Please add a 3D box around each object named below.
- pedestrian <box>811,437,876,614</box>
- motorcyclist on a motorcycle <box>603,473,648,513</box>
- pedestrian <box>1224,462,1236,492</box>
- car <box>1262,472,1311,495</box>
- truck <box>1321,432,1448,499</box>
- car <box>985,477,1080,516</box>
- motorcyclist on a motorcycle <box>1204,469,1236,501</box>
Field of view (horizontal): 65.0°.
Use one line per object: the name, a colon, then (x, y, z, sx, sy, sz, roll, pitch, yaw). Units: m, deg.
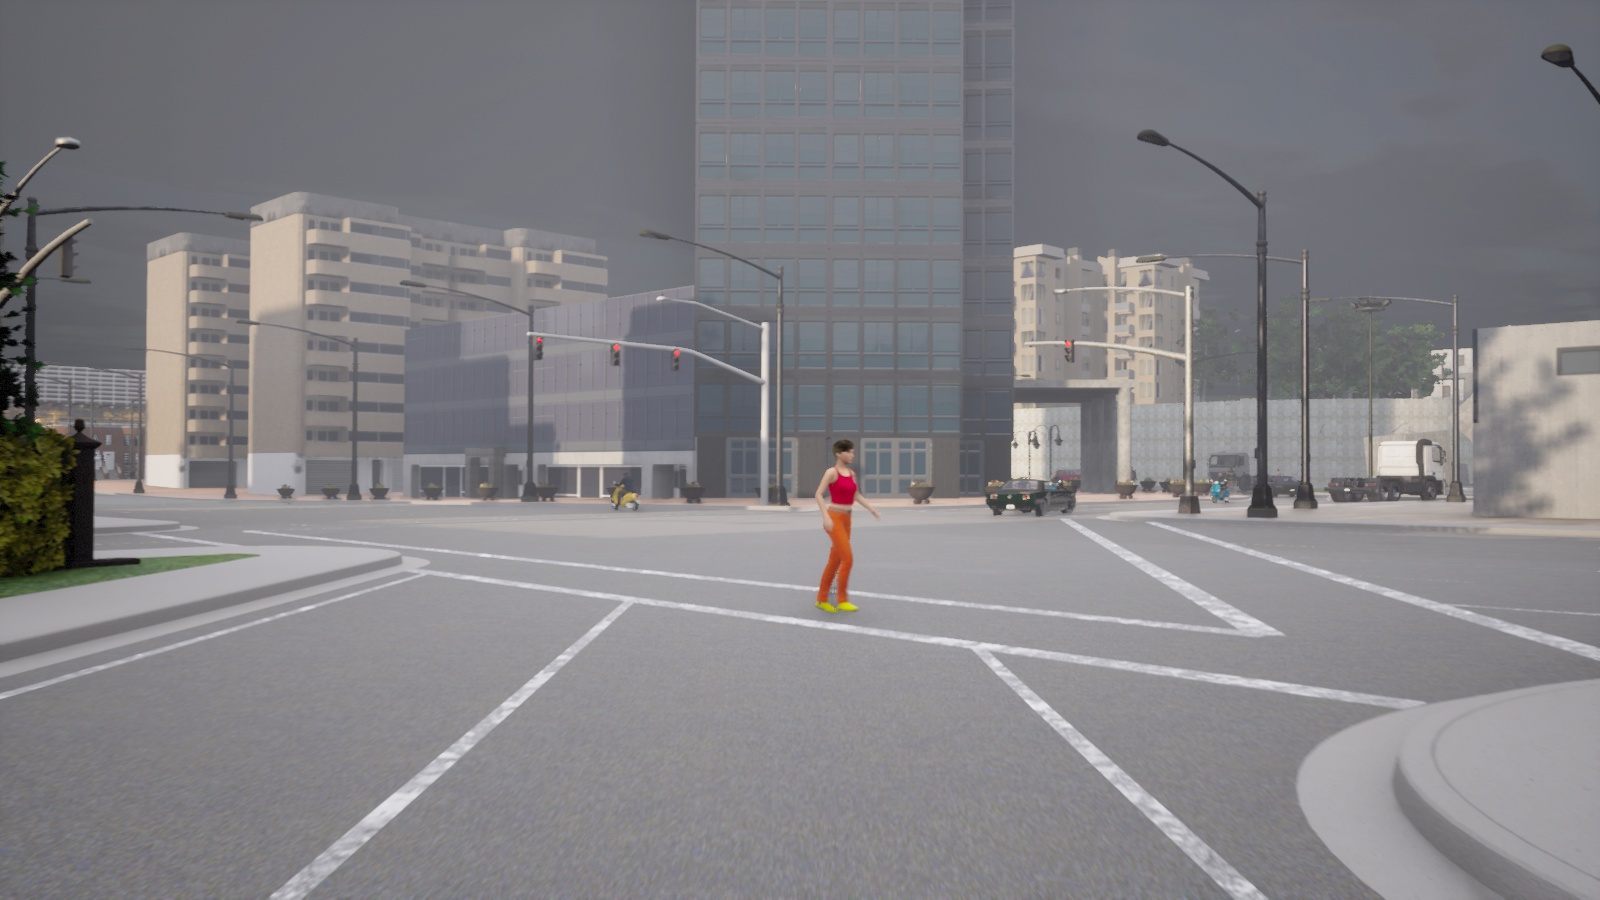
pedestrian: (0.461, 0.784, 13.295, 0.594, 1.836, 0.345, -1, -1, 35)
motorcyclist on a motorcycle: (-7.113, 1.742, 51.084, 1.817, 1.590, 0.866, -2, -2, 44)
pedestrian: (26.476, 1.662, 77.254, 0.563, 1.883, 0.849, 0, -1, 10)
car: (30.851, 2.098, 79.810, 1.994, 1.385, 4.181, 0, -1, 8)
truck: (32.009, 0.862, 68.653, 7.936, 3.462, 2.891, 0, -1, -37)
car: (8.559, 1.654, 45.914, 1.895, 1.301, 4.718, -1, -1, 31)
motorcyclist on a motorcycle: (21.387, 1.757, 63.940, 0.866, 1.590, 1.817, -1, -1, 44)
